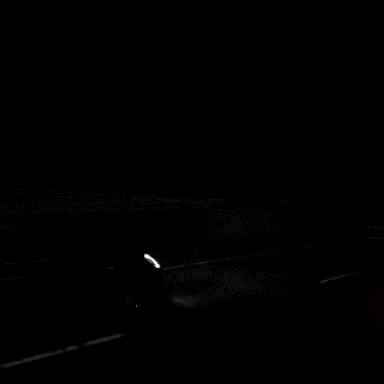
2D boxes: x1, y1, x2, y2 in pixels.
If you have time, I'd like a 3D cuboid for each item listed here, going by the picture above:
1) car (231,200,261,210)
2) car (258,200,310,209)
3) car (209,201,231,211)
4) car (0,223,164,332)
[{"bbox_3d":[6.242,1.485,29.945,5.008,1.535,1.882,0,0,-35],"label":"car"},{"bbox_3d":[8.228,1.555,27.064,5.357,1.411,2.033,0,0,-36],"label":"car"},{"bbox_3d":[4.162,1.555,32.762,5.357,1.411,2.033,0,0,-36],"label":"car"},{"bbox_3d":[-2.772,1.353,6.068,4.553,1.767,2.097,0,0,-36],"label":"car"}]
